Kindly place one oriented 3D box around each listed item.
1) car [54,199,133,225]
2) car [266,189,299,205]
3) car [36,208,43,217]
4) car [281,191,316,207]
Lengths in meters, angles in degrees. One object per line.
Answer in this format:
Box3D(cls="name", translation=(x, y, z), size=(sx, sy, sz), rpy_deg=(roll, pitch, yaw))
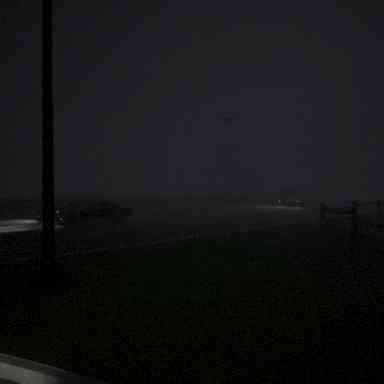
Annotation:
Box3D(cls="car", translation=(-6.299, 1.311, 21.628), size=(4.718, 1.301, 1.895), rpy_deg=(-1, 1, -42))
Box3D(cls="car", translation=(11.950, 0.626, 42.992), size=(5.566, 2.045, 2.150), rpy_deg=(-1, 1, -42))
Box3D(cls="car", translation=(-8.412, 1.222, 24.439), size=(5.357, 1.411, 2.033), rpy_deg=(-1, 1, -42))
Box3D(cls="car", translation=(12.822, 0.984, 39.062), size=(4.674, 1.442, 1.812), rpy_deg=(-1, 1, -42))
